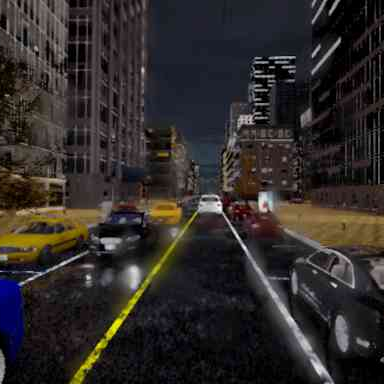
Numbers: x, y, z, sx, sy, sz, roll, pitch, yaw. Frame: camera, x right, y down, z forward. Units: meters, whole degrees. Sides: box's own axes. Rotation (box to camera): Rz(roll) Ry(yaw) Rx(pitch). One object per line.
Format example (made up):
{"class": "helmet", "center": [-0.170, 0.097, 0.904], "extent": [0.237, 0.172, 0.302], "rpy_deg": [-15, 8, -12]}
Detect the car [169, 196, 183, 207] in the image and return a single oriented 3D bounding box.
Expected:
{"class": "car", "center": [-2.666, 1.590, 56.215], "extent": [1.967, 1.590, 4.097], "rpy_deg": [1, 0, 3]}

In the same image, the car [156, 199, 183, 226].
{"class": "car", "center": [-1.848, 1.534, 23.982], "extent": [1.882, 1.535, 5.008], "rpy_deg": [1, 0, 3]}

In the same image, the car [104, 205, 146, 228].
{"class": "car", "center": [-4.508, 1.606, 22.908], "extent": [1.802, 1.307, 4.206], "rpy_deg": [1, 0, 3]}

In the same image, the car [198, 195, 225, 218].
{"class": "car", "center": [1.759, 1.344, 32.304], "extent": [2.150, 2.045, 5.566], "rpy_deg": [1, 0, 4]}

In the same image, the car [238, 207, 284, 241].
{"class": "car", "center": [3.553, 1.674, 16.895], "extent": [1.802, 1.307, 4.206], "rpy_deg": [1, 0, 3]}

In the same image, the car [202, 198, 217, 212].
{"class": "car", "center": [2.329, 1.641, 43.445], "extent": [1.882, 1.535, 5.008], "rpy_deg": [1, 0, 4]}

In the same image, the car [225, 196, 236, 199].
{"class": "car", "center": [5.090, 1.512, 44.650], "extent": [2.192, 1.841, 5.009], "rpy_deg": [1, 0, 3]}

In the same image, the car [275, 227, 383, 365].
{"class": "car", "center": [2.941, 1.602, 5.793], "extent": [2.008, 1.369, 4.403], "rpy_deg": [1, 0, 3]}

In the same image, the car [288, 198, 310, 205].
{"class": "car", "center": [25.180, 2.277, 79.439], "extent": [4.097, 1.590, 1.967], "rpy_deg": [2, -2, 3]}

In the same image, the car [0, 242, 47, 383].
{"class": "car", "center": [-3.075, 1.451, 2.019], "extent": [1.882, 1.535, 5.008], "rpy_deg": [1, 0, 3]}

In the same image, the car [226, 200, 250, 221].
{"class": "car", "center": [4.167, 1.679, 27.997], "extent": [1.887, 1.381, 4.507], "rpy_deg": [1, 0, 3]}

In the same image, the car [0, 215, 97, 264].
{"class": "car", "center": [-5.128, 1.507, 11.636], "extent": [1.752, 1.417, 4.829], "rpy_deg": [1, 0, 3]}

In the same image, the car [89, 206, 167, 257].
{"class": "car", "center": [-2.466, 1.507, 13.049], "extent": [2.128, 1.511, 4.902], "rpy_deg": [1, 0, 3]}

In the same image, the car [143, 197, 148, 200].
{"class": "car", "center": [-12.872, 1.380, 81.218], "extent": [4.507, 1.381, 1.887], "rpy_deg": [2, -2, 3]}

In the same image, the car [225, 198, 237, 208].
{"class": "car", "center": [4.483, 1.681, 33.717], "extent": [1.752, 1.417, 4.829], "rpy_deg": [1, 0, 3]}

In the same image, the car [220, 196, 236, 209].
{"class": "car", "center": [5.397, 1.533, 50.201], "extent": [2.192, 1.841, 5.009], "rpy_deg": [1, 0, 3]}

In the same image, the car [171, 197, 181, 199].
{"class": "car", "center": [-2.984, 1.654, 50.494], "extent": [1.752, 1.417, 4.829], "rpy_deg": [1, 0, 3]}
